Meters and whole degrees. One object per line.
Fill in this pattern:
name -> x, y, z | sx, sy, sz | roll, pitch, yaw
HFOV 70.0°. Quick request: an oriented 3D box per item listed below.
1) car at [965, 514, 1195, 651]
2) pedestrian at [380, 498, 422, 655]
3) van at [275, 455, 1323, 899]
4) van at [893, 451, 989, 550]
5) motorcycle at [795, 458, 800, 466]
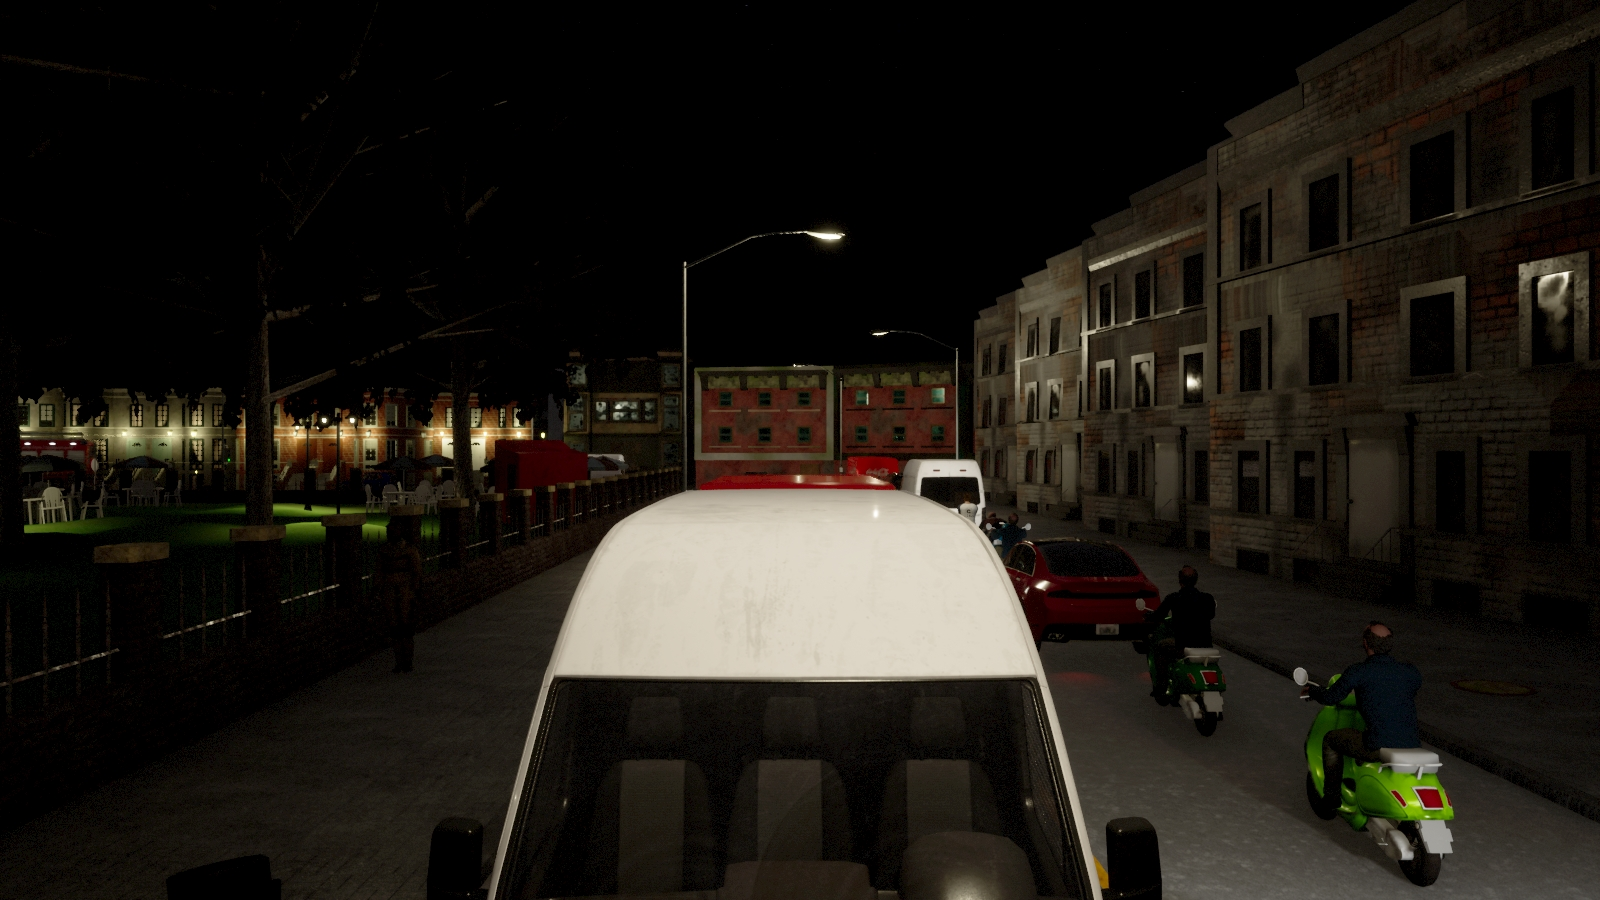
car -> 3.953, 1.841, 17.118 | 2.231, 1.480, 4.892 | 0, 0, 0
pedestrian -> -4.834, 1.525, 13.859 | 0.375, 1.860, 0.375 | 0, 0, 0
van -> -0.006, 1.314, 5.127 | 1.988, 2.561, 5.915 | 0, 0, 0
van -> 3.906, 1.314, 32.634 | 1.988, 2.561, 5.915 | 0, 0, 0
motorcycle -> -0.384, 1.962, 183.190 | 0.856, 1.236, 1.805 | 0, 0, 0
